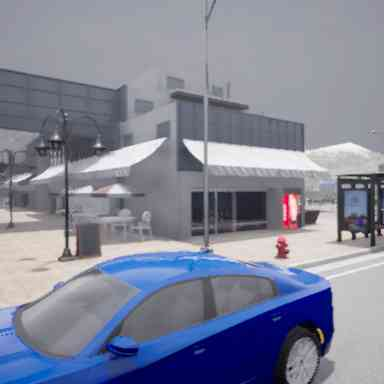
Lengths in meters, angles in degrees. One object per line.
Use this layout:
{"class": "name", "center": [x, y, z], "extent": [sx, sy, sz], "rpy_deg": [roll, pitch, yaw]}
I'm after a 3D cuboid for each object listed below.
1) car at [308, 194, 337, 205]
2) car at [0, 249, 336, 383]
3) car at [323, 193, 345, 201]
{"class": "car", "center": [19.337, 1.053, 48.977], "extent": [5.027, 1.636, 2.152], "rpy_deg": [0, 0, -36]}
{"class": "car", "center": [-0.492, 1.467, 3.608], "extent": [5.008, 1.535, 1.882], "rpy_deg": [0, 0, -35]}
{"class": "car", "center": [28.605, 1.078, 67.098], "extent": [4.514, 1.523, 2.007], "rpy_deg": [0, 0, -36]}
